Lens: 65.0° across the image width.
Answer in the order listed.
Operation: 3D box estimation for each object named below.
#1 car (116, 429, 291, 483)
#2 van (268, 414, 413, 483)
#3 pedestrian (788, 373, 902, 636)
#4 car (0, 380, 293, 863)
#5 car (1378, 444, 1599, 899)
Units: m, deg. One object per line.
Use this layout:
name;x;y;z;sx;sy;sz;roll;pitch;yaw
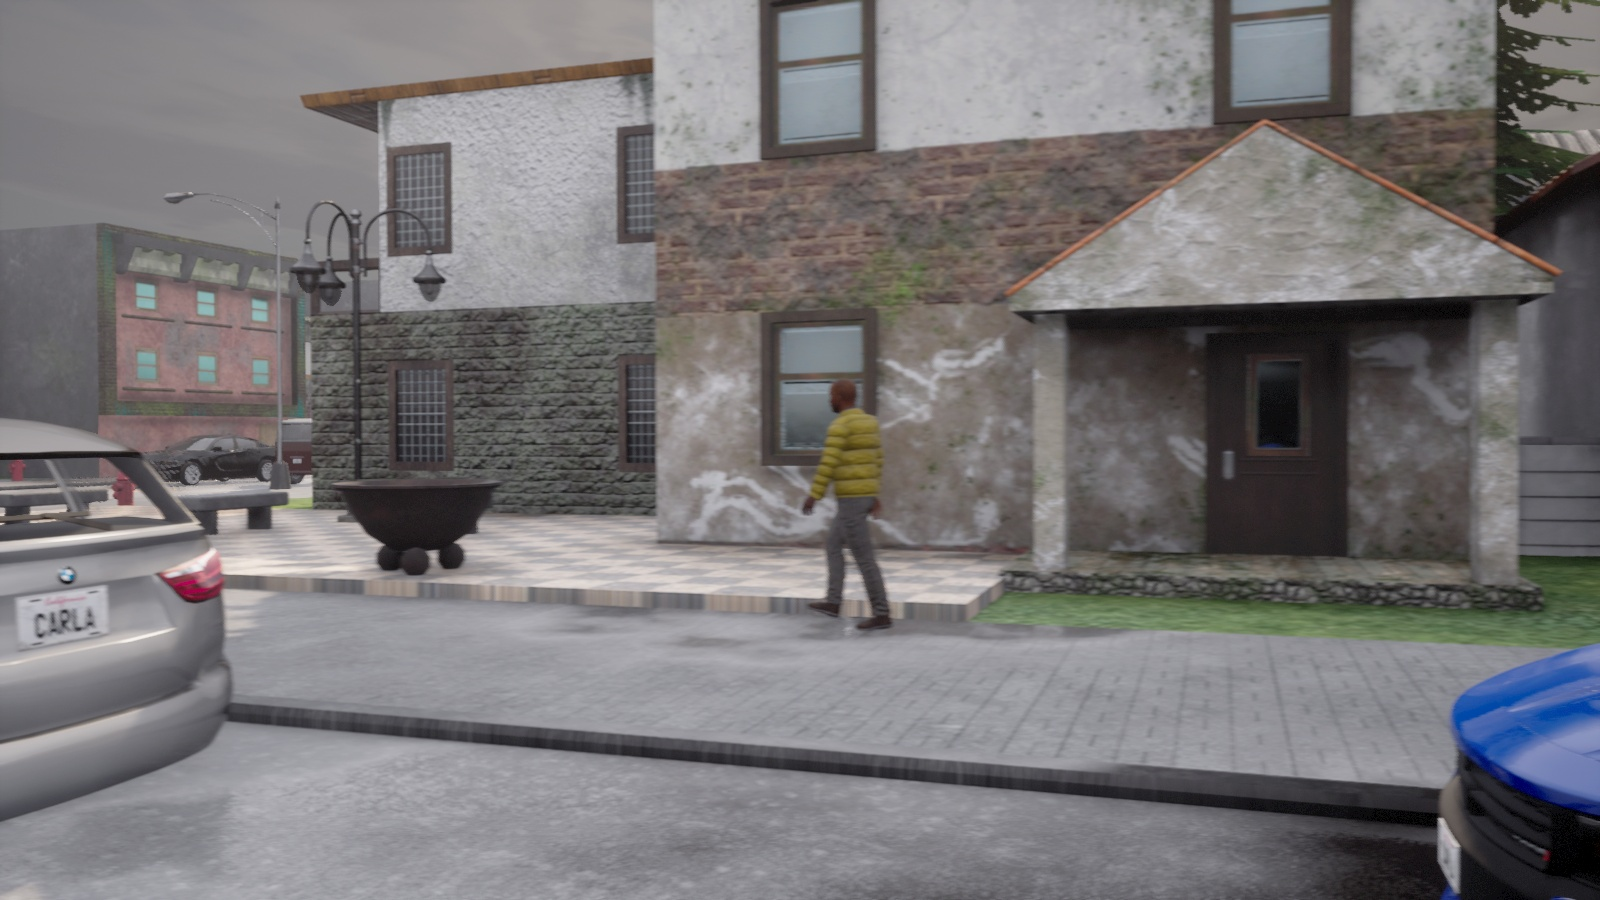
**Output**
car;-18.116;0.129;38.468;1.882;1.535;5.008;1;1;19
van;-13.930;-0.080;38.371;1.775;1.987;4.442;1;1;19
pedestrian;0.323;0.374;9.081;0.726;1.835;0.370;1;1;34
car;-4.848;0.569;5.356;4.611;1.667;2.242;0;1;18
car;3.966;0.780;2.396;5.008;1.535;1.882;0;1;18
